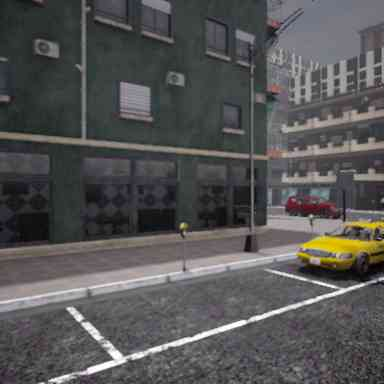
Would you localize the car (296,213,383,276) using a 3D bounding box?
[{"bbox_3d":[5.254,1.525,10.306,4.829,1.417,1.752,0,0,-35],"label":"car"}]

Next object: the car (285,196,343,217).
[{"bbox_3d":[10.258,1.264,28.098,2.192,1.841,5.009,0,0,-36],"label":"car"}]
